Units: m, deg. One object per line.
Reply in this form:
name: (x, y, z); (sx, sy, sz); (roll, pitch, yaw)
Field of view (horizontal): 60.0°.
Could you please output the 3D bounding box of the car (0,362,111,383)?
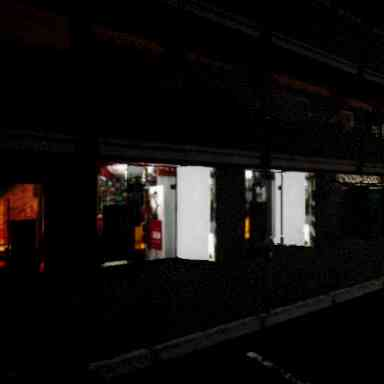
car: (-2.252, 1.533, 0.867); (4.403, 1.369, 2.008); (0, 0, -35)
